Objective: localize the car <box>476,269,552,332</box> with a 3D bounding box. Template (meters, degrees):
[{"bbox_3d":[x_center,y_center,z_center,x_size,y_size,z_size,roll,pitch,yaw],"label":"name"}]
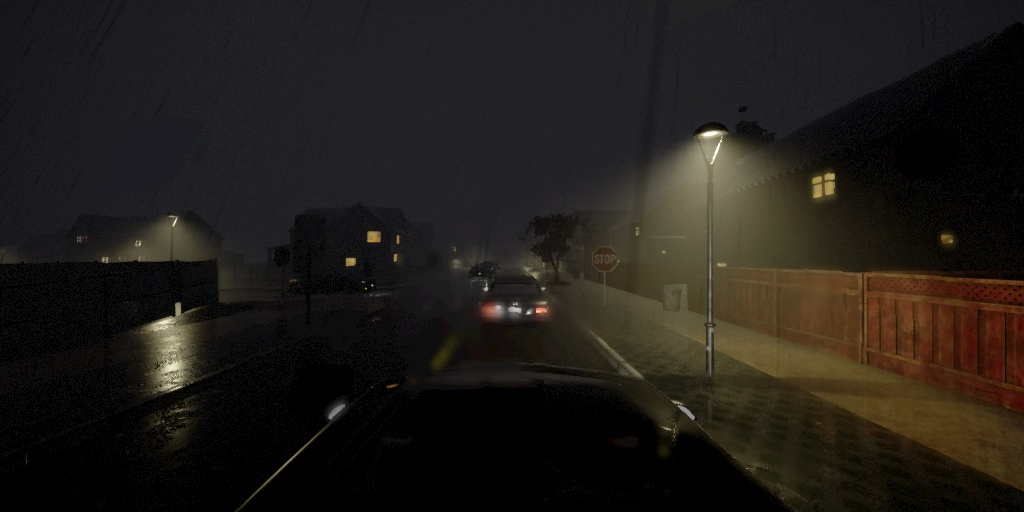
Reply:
[{"bbox_3d":[0.097,1.304,10.810,2.033,1.411,5.357,0,0,0],"label":"car"}]

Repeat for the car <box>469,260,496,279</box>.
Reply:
[{"bbox_3d":[-2.863,1.378,33.566,1.994,1.385,4.181,0,0,-1],"label":"car"}]

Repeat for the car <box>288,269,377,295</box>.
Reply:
[{"bbox_3d":[-9.383,1.389,18.959,4.181,1.385,1.994,-1,-3,1],"label":"car"}]

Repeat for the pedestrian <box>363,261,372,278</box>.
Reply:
[{"bbox_3d":[-9.917,1.214,24.475,0.375,1.860,0.375,0,-2,5],"label":"pedestrian"}]

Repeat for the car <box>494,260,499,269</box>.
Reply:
[{"bbox_3d":[-2.854,1.353,43.259,1.837,1.490,4.892,0,0,0],"label":"car"}]
